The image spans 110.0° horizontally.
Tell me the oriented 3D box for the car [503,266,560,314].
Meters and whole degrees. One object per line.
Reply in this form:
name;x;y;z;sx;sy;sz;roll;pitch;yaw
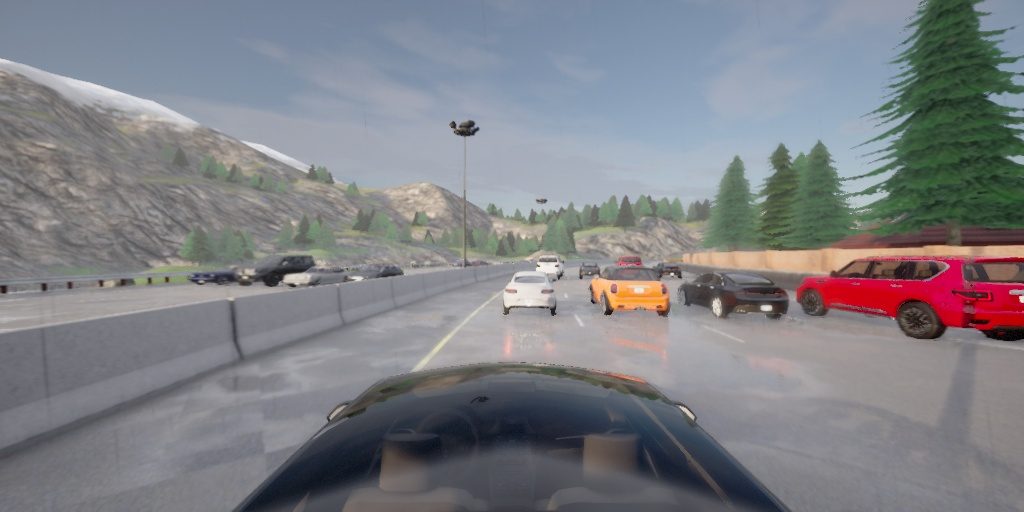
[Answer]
car;0.732;1.289;13.740;1.812;1.442;4.674;0;0;5

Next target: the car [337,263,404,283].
car;-8.891;1.239;23.721;2.128;1.511;4.902;0;0;8

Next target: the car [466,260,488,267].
car;-5.865;1.357;62.955;1.994;1.385;4.181;0;0;21

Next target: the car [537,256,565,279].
car;3.582;1.011;33.092;2.150;2.045;5.566;0;0;12

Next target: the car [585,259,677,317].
car;4.241;1.125;13.592;2.097;1.767;4.553;0;0;5

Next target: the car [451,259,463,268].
car;-9.069;1.312;64.385;1.812;1.442;4.674;0;0;21

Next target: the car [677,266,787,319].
car;7.681;1.286;12.957;1.837;1.490;4.892;0;0;5

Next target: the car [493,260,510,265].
car;-1.686;1.407;64.105;1.895;1.301;4.718;0;0;22

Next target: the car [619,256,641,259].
car;10.676;1.030;32.798;2.150;2.045;5.566;0;0;12

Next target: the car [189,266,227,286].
car;-19.354;1.322;24.874;1.895;1.301;4.718;0;0;8

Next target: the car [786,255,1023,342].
car;10.947;1.008;10.175;2.150;2.045;5.566;0;0;3

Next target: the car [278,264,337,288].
car;-12.487;1.339;23.478;1.895;1.301;4.718;0;0;8

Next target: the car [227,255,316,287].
car;-15.862;0.951;24.563;2.150;2.045;5.566;0;0;8

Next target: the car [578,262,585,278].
car;7.304;1.292;33.647;2.128;1.511;4.902;0;0;12

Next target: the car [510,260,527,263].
car;1.852;1.378;63.432;1.994;1.385;4.181;0;0;22
